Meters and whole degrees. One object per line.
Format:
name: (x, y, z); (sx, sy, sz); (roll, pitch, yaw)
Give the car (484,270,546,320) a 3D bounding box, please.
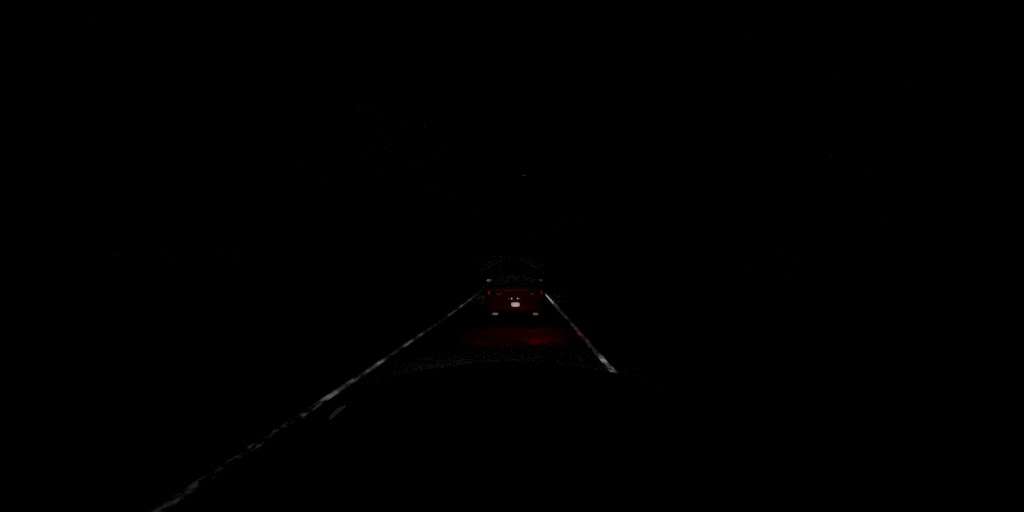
car: (0.102, 1.230, 12.678); (1.882, 1.535, 5.008); (0, 0, 0)
